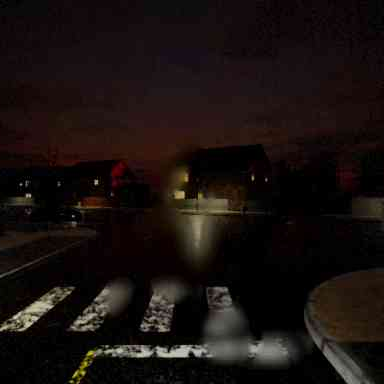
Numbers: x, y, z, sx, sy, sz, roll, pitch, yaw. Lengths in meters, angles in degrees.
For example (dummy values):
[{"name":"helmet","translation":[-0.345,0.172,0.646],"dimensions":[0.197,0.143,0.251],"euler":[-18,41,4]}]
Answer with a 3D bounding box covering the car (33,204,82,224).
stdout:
[{"name":"car","translation":[-10.224,1.585,25.228],"dimensions":[4.181,1.385,1.994],"euler":[0,0,35]}]
